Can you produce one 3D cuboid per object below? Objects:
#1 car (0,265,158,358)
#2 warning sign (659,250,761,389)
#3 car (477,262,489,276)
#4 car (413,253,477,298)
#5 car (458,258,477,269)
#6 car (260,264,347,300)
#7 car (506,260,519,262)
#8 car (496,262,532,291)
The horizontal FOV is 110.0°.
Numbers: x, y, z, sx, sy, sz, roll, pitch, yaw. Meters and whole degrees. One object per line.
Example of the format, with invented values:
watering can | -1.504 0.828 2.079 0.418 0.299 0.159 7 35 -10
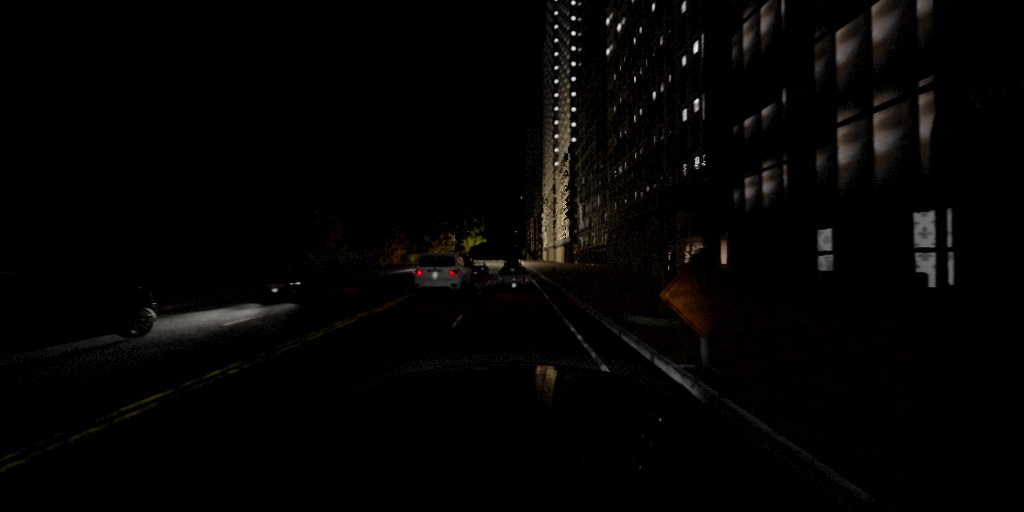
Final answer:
car | -9.844 1.067 6.904 2.097 1.767 4.553 0 0 0
warning sign | 2.848 0.840 5.292 1.300 1.860 1.060 0 0 0
car | -3.204 1.172 34.047 1.895 1.301 4.718 0 0 0
car | -3.249 0.867 17.877 2.150 2.045 5.566 0 0 0
car | -6.564 1.053 53.176 2.033 1.411 5.357 0 0 1
car | -9.809 1.144 17.292 2.128 1.511 4.902 0 0 0
car | 0.070 1.083 37.260 1.812 1.442 4.674 0 0 0
car | 0.092 1.235 20.758 1.895 1.301 4.718 0 0 0
